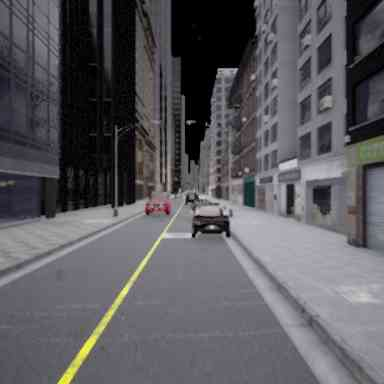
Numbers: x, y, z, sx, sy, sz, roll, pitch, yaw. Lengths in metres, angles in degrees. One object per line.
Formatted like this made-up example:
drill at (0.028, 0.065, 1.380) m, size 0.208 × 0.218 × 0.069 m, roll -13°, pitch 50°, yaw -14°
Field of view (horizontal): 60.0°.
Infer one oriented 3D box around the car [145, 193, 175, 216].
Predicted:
car at (-3.095, 1.104, 31.696) m, size 2.150 × 2.045 × 5.566 m, roll 0°, pitch 0°, yaw 0°

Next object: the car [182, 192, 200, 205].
car at (-0.001, 1.016, 53.041) m, size 2.150 × 2.045 × 5.566 m, roll 0°, pitch 0°, yaw 0°

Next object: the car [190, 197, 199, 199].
car at (0.899, 1.405, 27.470) m, size 1.837 × 1.490 × 4.892 m, roll 0°, pitch 0°, yaw 0°

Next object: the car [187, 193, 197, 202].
car at (-0.001, 1.036, 67.967) m, size 2.097 × 1.767 × 4.553 m, roll 0°, pitch 0°, yaw 0°

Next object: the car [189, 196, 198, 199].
car at (0.900, 1.403, 33.469) m, size 1.812 × 1.442 × 4.674 m, roll 0°, pitch 0°, yaw 0°

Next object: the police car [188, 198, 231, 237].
police car at (0.900, 1.362, 17.579) m, size 1.930 × 1.638 × 5.238 m, roll 0°, pitch 0°, yaw 0°

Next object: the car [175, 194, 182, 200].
car at (-3.002, 1.095, 73.883) m, size 1.812 × 1.442 × 4.674 m, roll 0°, pitch 0°, yaw 0°
